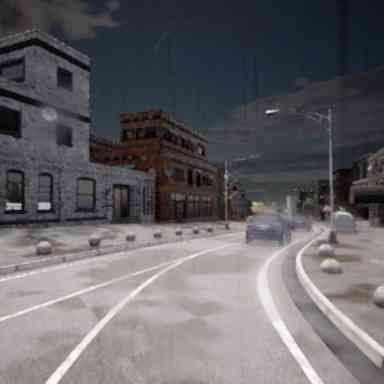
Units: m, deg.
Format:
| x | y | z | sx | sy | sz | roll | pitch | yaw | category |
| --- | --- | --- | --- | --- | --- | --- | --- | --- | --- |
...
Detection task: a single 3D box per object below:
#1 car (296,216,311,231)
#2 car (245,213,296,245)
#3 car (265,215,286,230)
| x | y | z | sx | sy | sz | roll | pitch | yaw | category |
| --- | --- | --- | --- | --- | --- | --- | --- | --- | --- |
| 12.199 | 3.432 | 37.308 | 2.097 | 1.767 | 4.553 | -1 | -4 | 22 | car |
| 4.720 | 2.135 | 20.023 | 2.097 | 1.767 | 4.553 | -1 | -4 | 24 | car |
| 10.721 | 3.787 | 42.317 | 2.097 | 1.767 | 4.553 | -1 | -4 | 21 | car |
